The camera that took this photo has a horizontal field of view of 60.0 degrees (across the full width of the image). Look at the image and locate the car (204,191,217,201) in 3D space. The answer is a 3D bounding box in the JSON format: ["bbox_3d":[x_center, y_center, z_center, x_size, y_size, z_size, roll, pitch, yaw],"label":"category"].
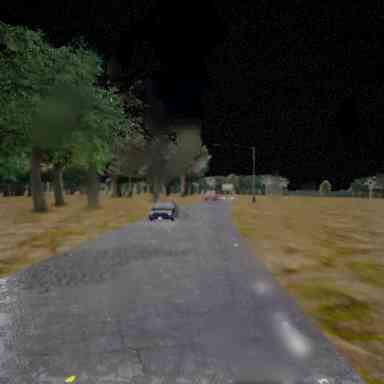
[{"bbox_3d":[3.799,0.757,66.418,2.150,2.045,5.566,0,1,11],"label":"car"}]

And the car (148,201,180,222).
[{"bbox_3d":[-2.003,1.416,25.624,2.033,1.411,5.357,0,0,5],"label":"car"}]

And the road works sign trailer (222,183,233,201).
[{"bbox_3d":[7.381,-0.015,69.041,2.380,3.560,2.880,0,0,9],"label":"road works sign trailer"}]
